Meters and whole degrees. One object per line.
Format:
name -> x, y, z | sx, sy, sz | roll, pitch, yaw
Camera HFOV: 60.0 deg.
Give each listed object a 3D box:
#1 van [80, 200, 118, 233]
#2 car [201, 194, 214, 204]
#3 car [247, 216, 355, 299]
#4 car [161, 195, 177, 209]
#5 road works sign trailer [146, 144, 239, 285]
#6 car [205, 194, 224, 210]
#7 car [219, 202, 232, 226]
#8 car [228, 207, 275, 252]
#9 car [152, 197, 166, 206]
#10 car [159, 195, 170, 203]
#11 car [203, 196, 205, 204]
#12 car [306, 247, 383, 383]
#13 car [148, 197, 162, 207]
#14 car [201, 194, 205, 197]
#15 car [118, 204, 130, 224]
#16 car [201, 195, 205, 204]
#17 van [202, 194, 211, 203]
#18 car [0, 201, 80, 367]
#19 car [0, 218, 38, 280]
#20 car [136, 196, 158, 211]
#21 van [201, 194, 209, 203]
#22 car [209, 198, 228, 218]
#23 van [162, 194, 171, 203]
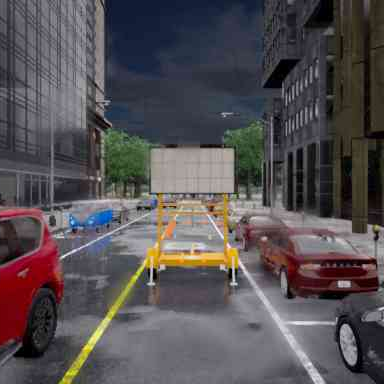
van -> -5.733, 1.342, 19.176 | 1.690, 1.788, 3.998 | 0, 0, 0
car -> 2.861, 1.333, 62.663 | 2.192, 1.841, 5.009 | 0, 0, 0
car -> 2.776, 1.545, 8.287 | 1.887, 1.381, 4.507 | 0, 0, 0
car -> -3.029, 1.556, 44.782 | 2.033, 1.411, 5.357 | 0, 0, 0
road works sign trailer -> 0.015, 0.465, 9.434 | 2.380, 3.560, 2.880 | 0, 0, 0
car -> 2.818, 1.320, 35.475 | 2.192, 1.841, 5.009 | 0, 0, 0
car -> 2.793, 1.527, 19.332 | 1.752, 1.417, 4.829 | 0, 0, 0
car -> 2.784, 1.545, 13.725 | 1.887, 1.381, 4.507 | 0, 0, 0
car -> -5.672, 1.581, 57.239 | 1.947, 1.339, 4.313 | 0, 0, 0
car -> -5.655, 1.462, 68.114 | 1.967, 1.590, 4.097 | 0, 0, 0
car -> 2.836, 1.534, 46.520 | 1.752, 1.417, 4.829 | 0, 0, 0
car -> 2.767, 1.551, 2.849 | 2.008, 1.369, 4.403 | 0, 0, 0
car -> -5.681, 1.537, 51.632 | 1.752, 1.417, 4.829 | 0, 0, 0
car -> 2.853, 1.455, 57.225 | 1.967, 1.590, 4.097 | 0, 0, 0
car -> -5.724, 1.553, 24.614 | 2.008, 1.369, 4.403 | 0, 0, 0
car -> 2.844, 1.556, 51.788 | 1.887, 1.381, 4.507 | 0, 0, 0
van -> 2.870, 1.363, 68.100 | 1.690, 1.788, 3.998 | 0, 0, 0
car -> -3.095, 1.221, 3.066 | 2.150, 2.045, 5.566 | 0, 0, 0
car -> -5.750, 1.525, 8.131 | 1.752, 1.417, 4.829 | 0, 0, 0
car -> -5.698, 1.573, 40.926 | 1.947, 1.339, 4.313 | 0, 0, 0
van -> 2.879, 1.367, 73.538 | 1.690, 1.788, 3.998 | 0, 0, 0
car -> 2.810, 1.529, 30.207 | 1.752, 1.417, 4.829 | 0, 0, 0
van -> -5.647, 1.367, 73.552 | 1.690, 1.788, 3.998 | 0, 0, 0
